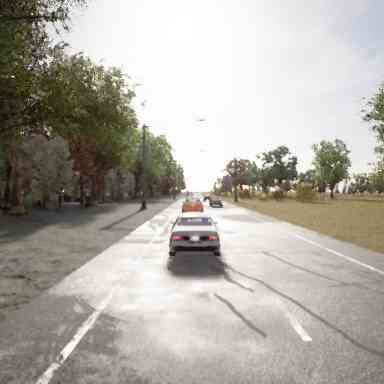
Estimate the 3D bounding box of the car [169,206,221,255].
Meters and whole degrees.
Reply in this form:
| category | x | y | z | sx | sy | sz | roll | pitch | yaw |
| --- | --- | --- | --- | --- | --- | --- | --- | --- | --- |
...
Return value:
| category | x | y | z | sx | sy | sz | roll | pitch | yaw |
| --- | --- | --- | --- | --- | --- | --- | --- | --- | --- |
| car | 0.088 | 1.513 | 13.065 | 2.033 | 1.411 | 5.357 | 0 | 0 | 0 |

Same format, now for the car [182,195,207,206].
| category | x | y | z | sx | sy | sz | roll | pitch | yaw |
| --- | --- | --- | --- | --- | --- | --- | --- | --- | --- |
| car | 0.075 | 1.267 | 32.995 | 2.097 | 1.767 | 4.553 | 0 | 0 | 0 |

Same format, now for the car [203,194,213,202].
| category | x | y | z | sx | sy | sz | roll | pitch | yaw |
| --- | --- | --- | --- | --- | --- | --- | --- | --- | --- |
| car | 3.447 | 1.317 | 72.988 | 1.837 | 1.490 | 4.892 | 0 | 0 | 0 |

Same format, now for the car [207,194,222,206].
| category | x | y | z | sx | sy | sz | roll | pitch | yaw |
| --- | --- | --- | --- | --- | --- | --- | --- | --- | --- |
| car | 3.562 | 1.419 | 50.797 | 2.033 | 1.411 | 5.357 | 0 | 0 | 0 |
